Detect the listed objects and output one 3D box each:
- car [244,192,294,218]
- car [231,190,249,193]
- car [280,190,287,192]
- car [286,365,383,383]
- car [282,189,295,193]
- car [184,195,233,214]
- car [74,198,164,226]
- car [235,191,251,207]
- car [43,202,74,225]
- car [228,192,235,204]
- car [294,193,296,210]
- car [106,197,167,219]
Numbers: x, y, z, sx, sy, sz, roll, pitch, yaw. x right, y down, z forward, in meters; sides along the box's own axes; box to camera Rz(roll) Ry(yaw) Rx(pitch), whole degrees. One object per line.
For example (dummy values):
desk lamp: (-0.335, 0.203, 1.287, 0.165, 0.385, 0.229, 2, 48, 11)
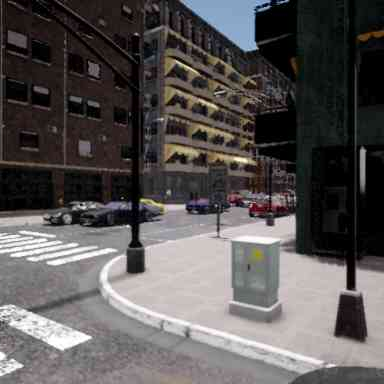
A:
car: (5.977, 1.036, 25.535, 1.967, 1.590, 4.097, 1, 2, 35)
car: (5.499, 0.715, 39.486, 2.192, 1.841, 5.009, 1, 2, 35)
car: (11.773, 0.775, 48.481, 1.752, 1.417, 4.829, 1, 2, 35)
car: (2.314, 1.557, 1.222, 4.403, 1.369, 2.008, 0, 0, 35)
car: (15.059, 0.487, 53.181, 2.192, 1.841, 5.009, 1, 2, 35)
car: (1.367, 1.164, 29.069, 1.895, 1.301, 4.718, 0, 1, 35)
car: (-4.296, 1.249, 20.911, 2.033, 1.411, 5.357, 0, 1, 39)
car: (7.111, 0.916, 37.277, 2.128, 1.511, 4.902, 0, 1, 35)
car: (-7.251, 1.259, 21.230, 2.008, 1.369, 4.403, 1, 2, 35)
car: (2.310, 1.021, 34.926, 1.887, 1.381, 4.507, 1, 2, 35)
car: (9.163, 1.070, 30.102, 2.008, 1.369, 4.403, 1, 2, 35)
car: (-4.161, 1.158, 25.656, 1.752, 1.417, 4.829, 1, 2, 35)
